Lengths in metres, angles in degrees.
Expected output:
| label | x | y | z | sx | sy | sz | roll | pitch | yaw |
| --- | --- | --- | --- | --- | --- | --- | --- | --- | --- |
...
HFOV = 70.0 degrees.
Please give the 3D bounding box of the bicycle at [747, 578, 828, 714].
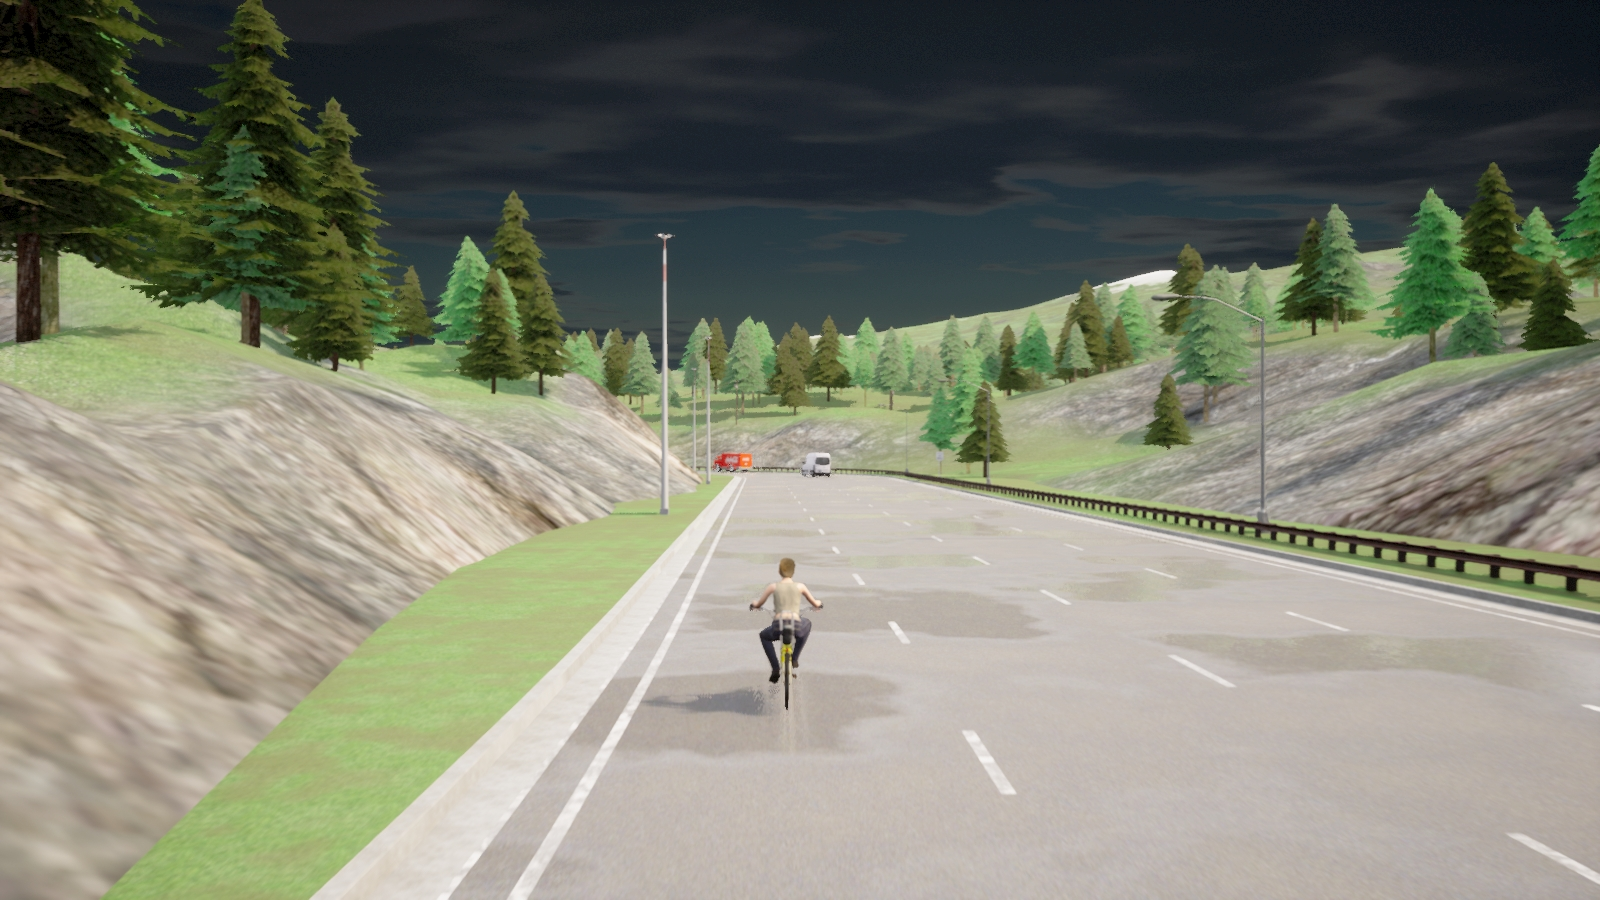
| label | x | y | z | sx | sy | sz | roll | pitch | yaw |
| --- | --- | --- | --- | --- | --- | --- | --- | --- | --- |
| bicycle | -0.151 | 2.167 | 12.882 | 0.859 | 1.276 | 1.487 | 0 | 0 | -1 |
